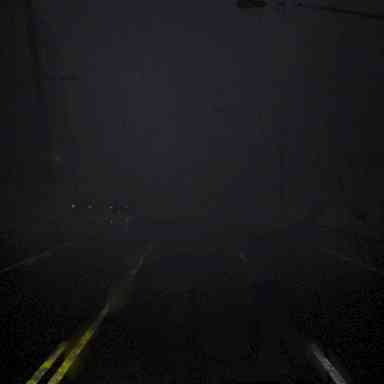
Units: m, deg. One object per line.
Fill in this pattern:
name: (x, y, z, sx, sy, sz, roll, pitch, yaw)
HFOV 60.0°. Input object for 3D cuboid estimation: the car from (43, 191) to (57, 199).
car: (-25.987, 0.574, 60.044, 1.970, 1.475, 3.806, 0, 2, 0)

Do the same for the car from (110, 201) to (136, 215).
car: (-7.044, 1.588, 34.221, 1.895, 1.301, 4.718, 0, 0, 1)

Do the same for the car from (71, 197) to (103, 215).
car: (-10.549, 1.341, 33.714, 2.097, 1.767, 4.553, 0, 0, 0)
